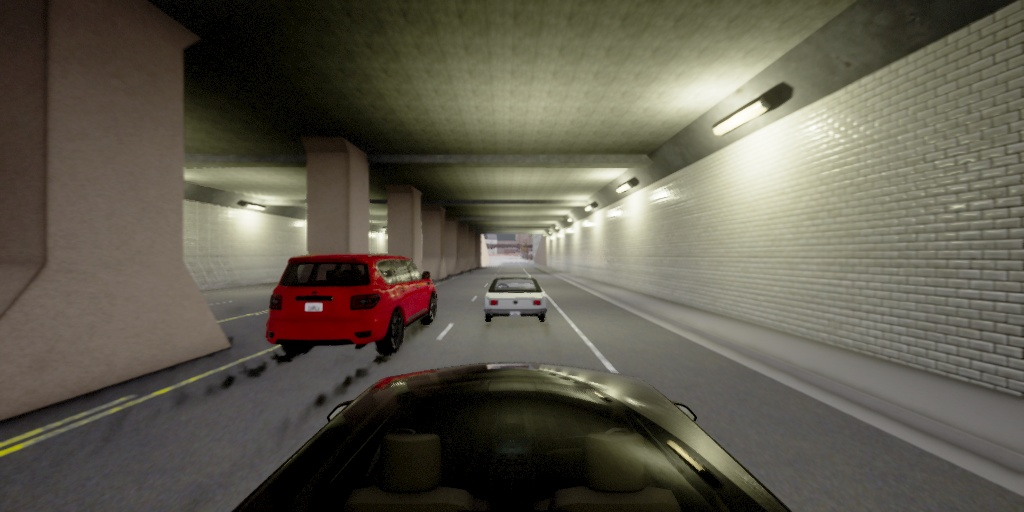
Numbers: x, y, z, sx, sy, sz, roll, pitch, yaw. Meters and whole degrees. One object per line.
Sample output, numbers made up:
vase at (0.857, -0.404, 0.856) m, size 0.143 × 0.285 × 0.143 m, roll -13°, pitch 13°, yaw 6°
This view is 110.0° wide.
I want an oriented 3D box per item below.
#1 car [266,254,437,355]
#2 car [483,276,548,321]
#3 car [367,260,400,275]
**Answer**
car at (-3.401, 0.970, 8.837) m, size 2.150 × 2.045 × 5.566 m, roll 0°, pitch 0°, yaw 0°
car at (0.098, 1.350, 12.351) m, size 1.895 × 1.301 × 4.718 m, roll 0°, pitch 0°, yaw 0°
car at (-14.092, 1.222, 39.758) m, size 1.882 × 1.535 × 5.008 m, roll 0°, pitch 0°, yaw 0°
